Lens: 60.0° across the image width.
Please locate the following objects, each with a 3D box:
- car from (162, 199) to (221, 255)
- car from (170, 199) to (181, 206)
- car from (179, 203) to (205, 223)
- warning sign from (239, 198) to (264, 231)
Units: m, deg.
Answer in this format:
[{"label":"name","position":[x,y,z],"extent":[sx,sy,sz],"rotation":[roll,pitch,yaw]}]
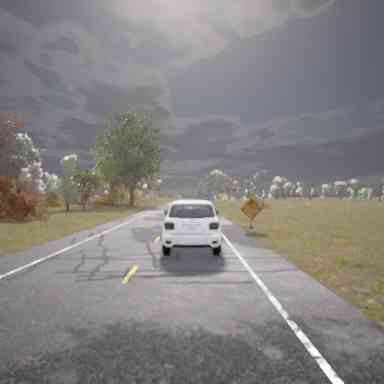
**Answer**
[{"label":"car","position":[-0.011,1.351,14.001],"extent":[2.150,2.045,5.566],"rotation":[0,0,0]},{"label":"car","position":[-3.558,2.241,71.043],"extent":[2.033,1.411,5.357],"rotation":[0,-1,0]},{"label":"car","position":[-0.021,1.776,29.296],"extent":[2.128,1.511,4.902],"rotation":[0,0,0]},{"label":"warning sign","position":[3.525,1.306,19.796],"extent":[1.300,1.860,1.060],"rotation":[-1,-1,0]}]
